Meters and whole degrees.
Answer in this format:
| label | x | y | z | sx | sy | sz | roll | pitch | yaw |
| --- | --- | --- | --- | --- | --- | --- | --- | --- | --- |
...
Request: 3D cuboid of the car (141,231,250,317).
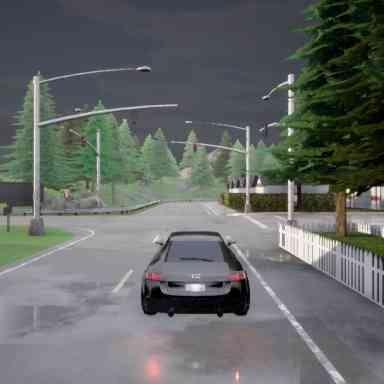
| label | x | y | z | sx | sy | sz | roll | pitch | yaw |
| --- | --- | --- | --- | --- | --- | --- | --- | --- | --- |
| car | 0.075 | 1.564 | 7.553 | 1.994 | 1.385 | 4.181 | 0 | 0 | 1 |
